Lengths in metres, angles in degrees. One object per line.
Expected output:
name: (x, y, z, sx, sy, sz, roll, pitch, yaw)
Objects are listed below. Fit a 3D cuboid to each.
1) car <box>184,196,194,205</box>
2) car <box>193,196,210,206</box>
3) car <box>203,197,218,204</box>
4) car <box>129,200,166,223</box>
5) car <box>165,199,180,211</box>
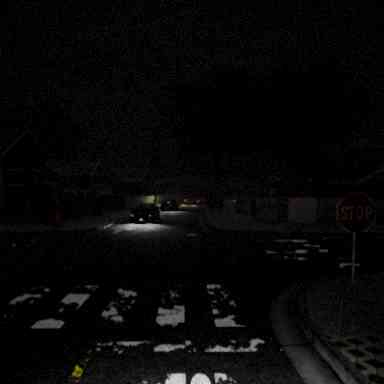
car: (-0.153, 1.460, 60.948, 2.097, 1.767, 4.553, 0, 0, 10)
car: (1.963, 1.633, 56.411, 1.812, 1.442, 4.674, 0, 0, 10)
car: (3.778, 1.661, 66.512, 2.033, 1.411, 5.357, 1, 0, 13)
car: (-3.538, 1.573, 25.980, 2.033, 1.411, 5.357, 0, 0, 1)
car: (-2.802, 1.583, 41.400, 1.812, 1.442, 4.674, 0, 0, 5)
